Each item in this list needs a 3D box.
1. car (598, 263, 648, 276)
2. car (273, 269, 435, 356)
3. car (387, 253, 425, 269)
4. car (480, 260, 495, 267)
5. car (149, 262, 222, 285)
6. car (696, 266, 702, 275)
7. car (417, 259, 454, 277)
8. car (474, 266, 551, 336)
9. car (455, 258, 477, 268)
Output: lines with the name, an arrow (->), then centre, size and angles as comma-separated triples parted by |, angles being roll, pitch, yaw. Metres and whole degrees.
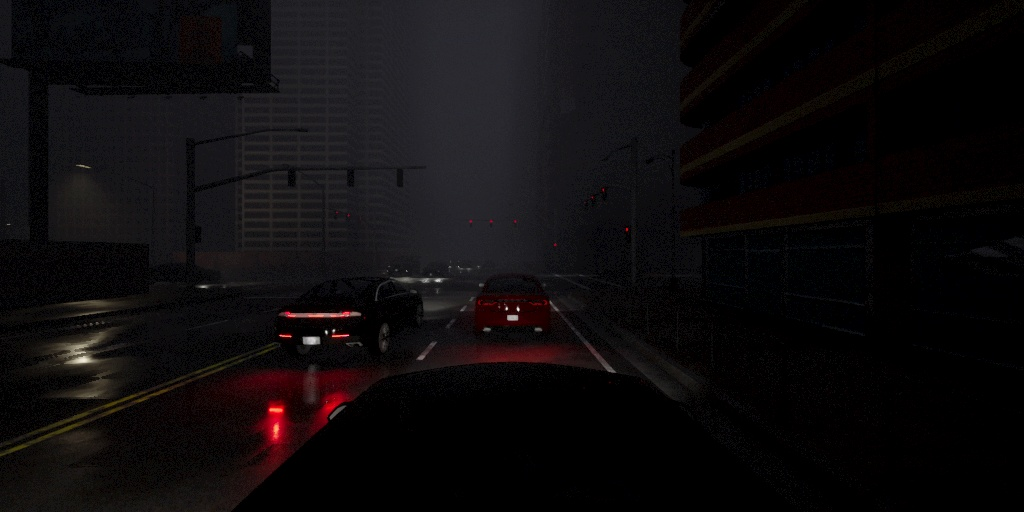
car -> 11.322, 1.351, 36.790 | 4.718, 1.301, 1.895 | 0, 0, 2
car -> -3.477, 1.242, 8.592 | 2.128, 1.511, 4.902 | 0, 0, -1
car -> -10.859, 0.970, 36.408 | 2.150, 2.045, 5.566 | 0, 0, 0
car -> -3.833, 1.314, 59.704 | 1.994, 1.385, 4.181 | 0, 0, 0
car -> -23.942, 1.228, 25.988 | 5.008, 1.535, 1.882 | 0, 0, 0
car -> 21.549, 1.228, 36.740 | 5.008, 1.535, 1.882 | 0, 0, 0
car -> -7.348, 1.297, 35.024 | 2.033, 1.411, 5.357 | 0, 0, 0
car -> 0.011, 1.228, 10.481 | 1.882, 1.535, 5.008 | 0, 0, 0
car -> -7.511, 1.297, 59.191 | 2.033, 1.411, 5.357 | 0, 0, 0
